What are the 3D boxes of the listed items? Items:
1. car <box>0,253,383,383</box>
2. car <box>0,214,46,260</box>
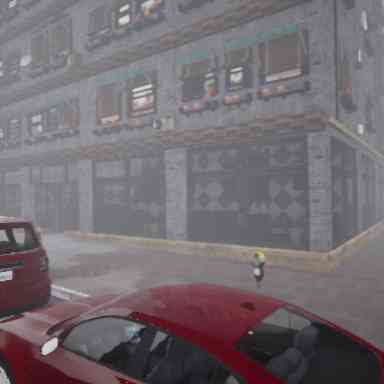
[{"bbox_3d":[-0.180,1.545,3.020,4.507,1.381,1.887,0,-1,36],"label":"car"},{"bbox_3d":[-4.688,1.313,6.239,5.009,1.841,2.192,0,-1,36],"label":"car"}]
